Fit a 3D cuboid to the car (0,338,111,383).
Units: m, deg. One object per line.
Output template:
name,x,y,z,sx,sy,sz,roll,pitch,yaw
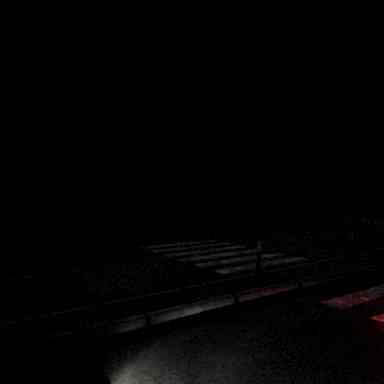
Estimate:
car,-2.891,1.544,1.373,5.357,1.411,2.033,0,0,-35
